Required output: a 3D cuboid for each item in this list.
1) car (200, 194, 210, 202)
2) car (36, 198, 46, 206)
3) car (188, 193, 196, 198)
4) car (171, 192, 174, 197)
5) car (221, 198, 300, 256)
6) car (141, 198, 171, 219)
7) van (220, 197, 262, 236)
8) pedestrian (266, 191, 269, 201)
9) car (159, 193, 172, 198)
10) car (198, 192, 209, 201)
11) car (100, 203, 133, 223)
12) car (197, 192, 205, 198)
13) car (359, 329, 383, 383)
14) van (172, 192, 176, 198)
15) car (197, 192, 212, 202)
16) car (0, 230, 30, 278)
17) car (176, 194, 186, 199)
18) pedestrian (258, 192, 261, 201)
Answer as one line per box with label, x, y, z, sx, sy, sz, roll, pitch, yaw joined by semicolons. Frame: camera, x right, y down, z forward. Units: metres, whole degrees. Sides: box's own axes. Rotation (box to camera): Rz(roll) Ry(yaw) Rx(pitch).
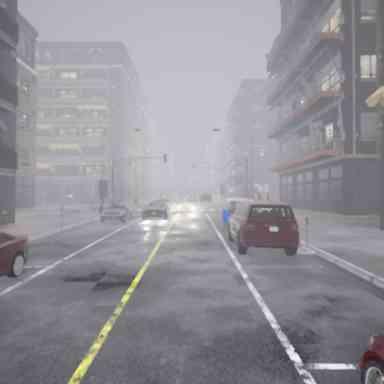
car;2.586;1.152;67.739;1.752;1.417;4.829;1;0;0
car;-24.441;1.400;49.702;4.829;1.417;1.752;0;-1;0
car;0.007;1.025;89.096;1.994;1.385;4.181;0;0;0
car;-5.295;1.194;67.526;1.947;1.339;4.313;1;0;0
car;2.554;1.234;12.766;2.192;1.841;5.009;1;0;0
car;-2.812;1.407;26.663;1.994;1.385;4.181;0;0;0
van;2.553;1.228;18.298;1.690;1.788;3.998;1;0;0
pedestrian;8.013;0.817;35.635;0.375;1.860;0.375;1;-1;0
car;-5.295;1.222;61.965;1.947;1.339;4.313;1;0;0
car;2.589;0.917;73.133;2.192;1.841;5.009;1;0;0
car;-5.298;1.439;23.885;1.802;1.307;4.206;1;0;0
car;2.588;0.858;95.367;2.192;1.841;5.009;1;0;0
car;2.548;1.570;1.705;1.802;1.307;4.206;1;0;0
van;-5.291;0.884;95.332;1.690;1.788;3.998;1;0;0
car;2.589;0.971;62.009;2.192;1.841;5.009;1;0;0
car;-5.298;1.497;7.292;1.887;1.381;4.507;1;0;0
car;-2.743;1.099;91.408;1.994;1.385;4.181;0;0;0
pedestrian;7.013;0.899;35.034;0.375;1.860;0.375;1;-1;0
